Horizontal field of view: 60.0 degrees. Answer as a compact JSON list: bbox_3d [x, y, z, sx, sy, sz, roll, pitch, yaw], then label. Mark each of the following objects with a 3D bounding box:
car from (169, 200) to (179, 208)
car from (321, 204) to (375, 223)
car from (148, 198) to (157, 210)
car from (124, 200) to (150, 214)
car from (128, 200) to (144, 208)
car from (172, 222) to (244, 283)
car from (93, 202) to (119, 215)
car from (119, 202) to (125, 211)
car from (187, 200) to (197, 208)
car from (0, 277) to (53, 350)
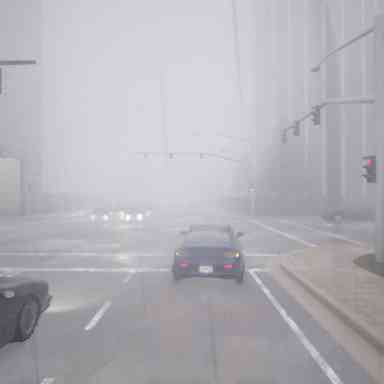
[{"bbox_3d":[-3.499,2.275,64.639,2.033,1.411,5.357,0,-1,0],"label":"car"},{"bbox_3d":[13.267,1.731,27.474,5.008,1.535,1.882,0,-1,0],"label":"car"},{"bbox_3d":[-7.085,2.084,52.555,2.128,1.511,4.902,0,-1,0],"label":"car"},{"bbox_3d":[-7.098,2.088,43.225,1.895,1.301,4.718,0,-1,0],"label":"car"},{"bbox_3d":[-10.524,2.251,62.465,2.033,1.411,5.357,0,-1,0],"label":"car"},{"bbox_3d":[0.568,1.636,9.958,1.812,1.442,4.674,0,0,6],"label":"car"},{"bbox_3d":[-10.599,1.982,40.417,1.812,1.442,4.674,0,-1,0],"label":"car"},{"bbox_3d":[-10.592,2.159,49.517,1.895,1.301,4.718,0,-1,0],"label":"car"},{"bbox_3d":[0.001,2.275,64.639,2.033,1.411,5.357,0,-1,0],"label":"car"},{"bbox_3d":[-3.429,1.589,3.517,2.033,1.411,5.357,0,-1,0],"label":"car"}]
